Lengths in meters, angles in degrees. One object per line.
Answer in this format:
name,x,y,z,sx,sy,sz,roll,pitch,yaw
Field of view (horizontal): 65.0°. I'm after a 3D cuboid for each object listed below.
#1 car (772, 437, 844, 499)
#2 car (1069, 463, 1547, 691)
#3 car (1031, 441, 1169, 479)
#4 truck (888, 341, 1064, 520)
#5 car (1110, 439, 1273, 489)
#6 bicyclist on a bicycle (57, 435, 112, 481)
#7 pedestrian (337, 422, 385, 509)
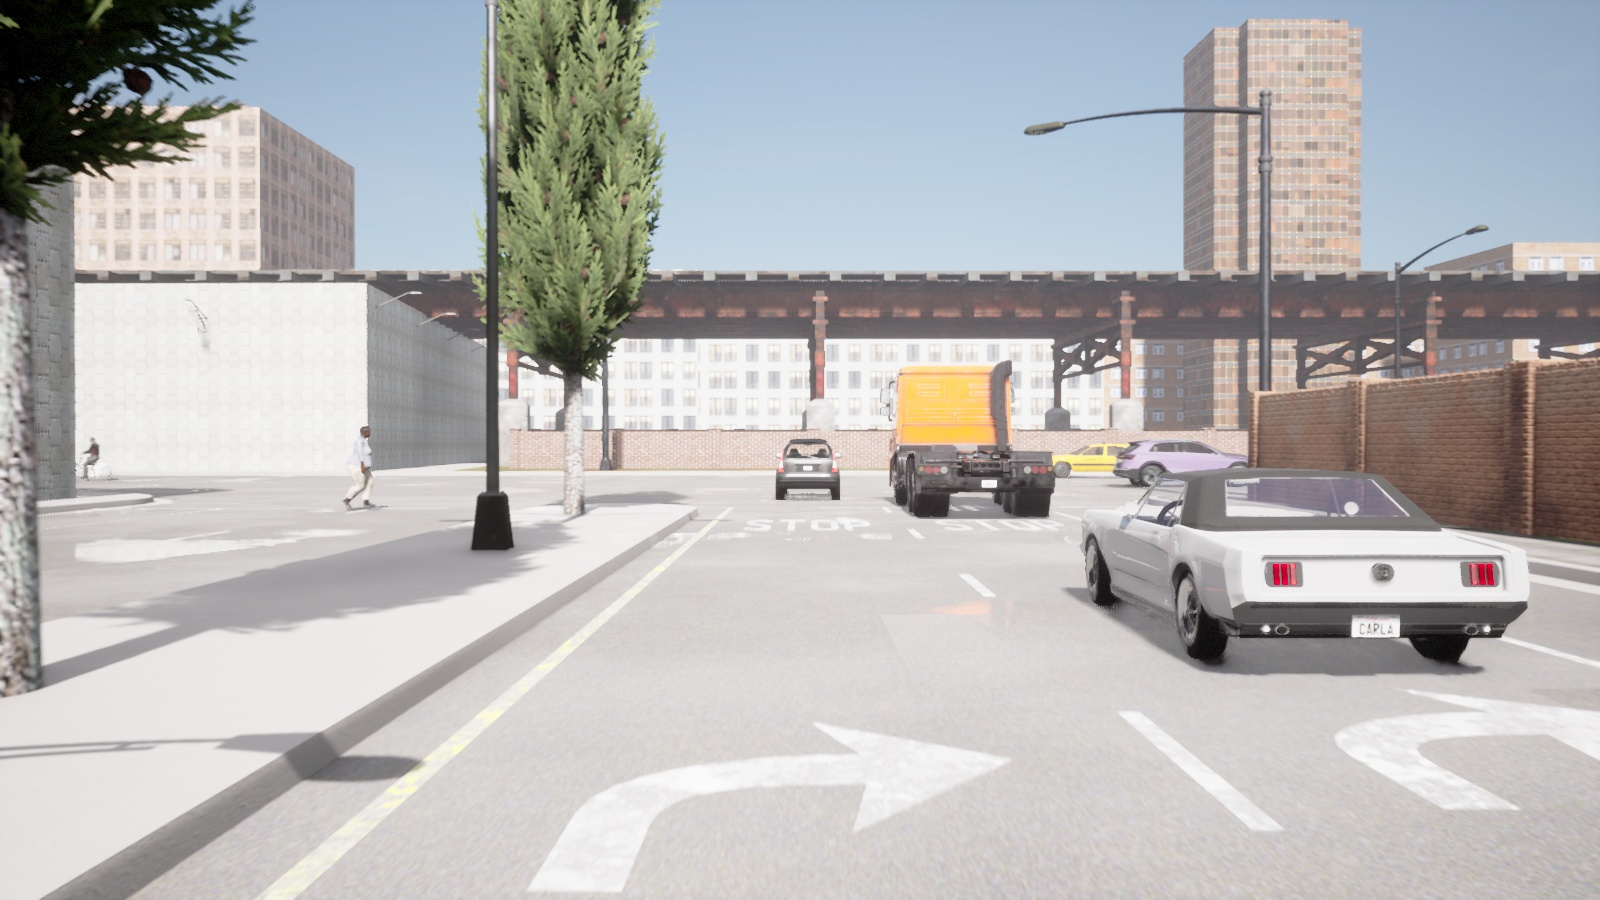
car,0.233,0.451,34.474,1.851,1.617,3.988,0,0,1
car,3.572,0.794,9.946,1.895,1.301,4.718,0,0,0
car,12.561,0.398,52.761,5.366,1.575,1.801,0,0,1
truck,3.677,-0.392,28.245,2.891,3.462,7.936,0,0,0
car,13.123,0.449,42.286,4.856,1.649,2.033,0,0,1
bicyclist on a bicycle,-28.410,0.313,49.877,1.843,1.776,0.659,0,0,1
pedestrian,-9.637,0.332,27.592,0.900,1.855,0.874,0,0,-12
